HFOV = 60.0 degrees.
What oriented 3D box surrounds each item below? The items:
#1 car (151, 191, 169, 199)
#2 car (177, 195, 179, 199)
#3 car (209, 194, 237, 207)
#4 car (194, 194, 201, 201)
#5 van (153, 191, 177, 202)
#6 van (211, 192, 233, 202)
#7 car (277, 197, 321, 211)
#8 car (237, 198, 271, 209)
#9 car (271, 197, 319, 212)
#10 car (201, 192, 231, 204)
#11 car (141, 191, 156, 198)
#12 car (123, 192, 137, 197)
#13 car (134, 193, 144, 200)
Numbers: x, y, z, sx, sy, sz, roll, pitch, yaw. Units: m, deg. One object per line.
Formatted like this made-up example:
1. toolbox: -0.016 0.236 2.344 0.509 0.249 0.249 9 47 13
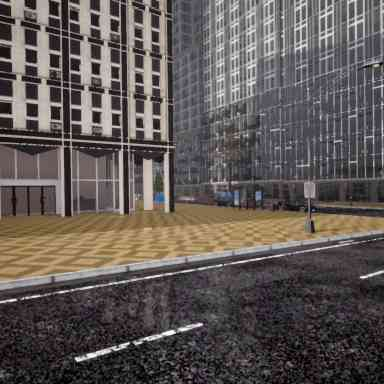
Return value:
1. car: -7.516 0.615 77.622 2.192 1.841 5.009 0 1 -34
2. car: -4.322 0.936 72.924 1.802 1.307 4.206 0 1 -34
3. car: 4.670 1.319 44.680 1.947 1.339 4.313 0 1 -34
4. car: 2.066 1.043 63.521 1.802 1.307 4.206 0 1 -34
5. van: -4.866 0.937 58.811 1.690 1.788 3.998 0 1 -34
6. van: 5.259 0.855 58.816 1.690 1.788 3.998 0 1 -34
7. car: 12.251 1.323 38.213 1.812 1.442 4.674 -1 1 -34
8. car: 7.815 1.388 39.947 1.802 1.307 4.206 0 1 -34
9. car: 10.995 1.424 35.234 1.947 1.339 4.313 0 1 -34
10. car: 3.840 1.187 50.610 1.812 1.442 4.674 -1 1 -34
11. car: -10.710 0.686 82.324 1.967 1.590 4.097 0 1 -34
12. car: -17.097 0.688 91.728 2.008 1.369 4.403 0 1 -34
13. car: -11.254 1.039 68.216 2.008 1.369 4.403 0 1 -34
